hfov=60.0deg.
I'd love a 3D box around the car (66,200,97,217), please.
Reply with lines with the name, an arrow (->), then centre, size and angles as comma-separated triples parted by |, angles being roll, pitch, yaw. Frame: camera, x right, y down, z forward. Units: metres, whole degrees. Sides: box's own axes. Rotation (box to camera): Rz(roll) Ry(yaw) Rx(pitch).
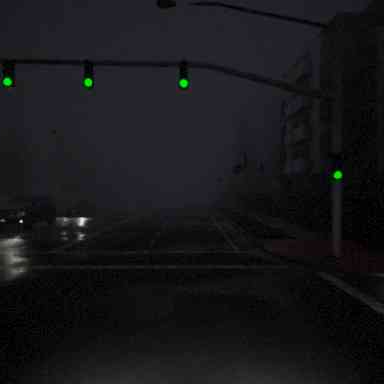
car -> -10.584, 1.543, 32.153 | 1.837, 1.490, 4.892 | 0, 0, 0

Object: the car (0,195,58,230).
car -> -10.600, 1.247, 21.408 | 2.150, 2.045, 5.566 | 0, 0, 0
